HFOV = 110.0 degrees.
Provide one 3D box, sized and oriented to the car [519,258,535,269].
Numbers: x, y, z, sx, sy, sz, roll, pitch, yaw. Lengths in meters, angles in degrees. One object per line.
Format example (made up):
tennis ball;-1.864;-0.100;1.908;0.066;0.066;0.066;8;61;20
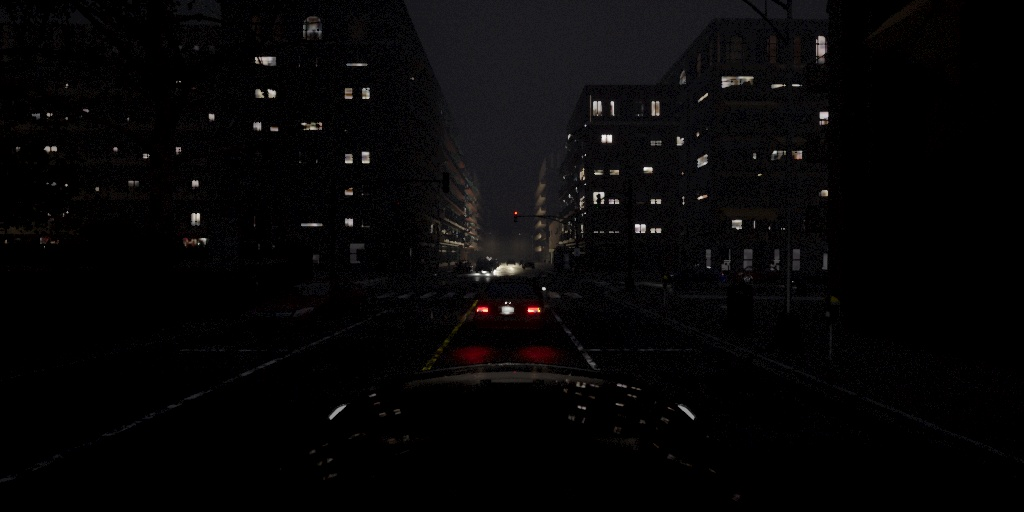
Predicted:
car;2.528;1.299;54.341;2.007;1.370;4.403;0;0;0

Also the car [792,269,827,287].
car;24.901;1.809;29.057;4.718;1.301;1.895;1;0;-1

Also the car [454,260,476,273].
car;-5.817;1.188;43.042;1.967;1.591;4.097;0;0;0

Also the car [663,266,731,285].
car;14.594;1.552;28.899;4.674;1.442;1.812;1;0;-1

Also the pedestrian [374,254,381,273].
pedestrian;-12.812;0.652;34.013;0.375;1.860;0.375;0;-1;-1

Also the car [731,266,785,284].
car;21.289;1.570;31.564;4.097;1.591;1.967;0;0;-1

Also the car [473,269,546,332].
car;0.050;1.297;10.846;2.033;1.411;5.357;0;0;3

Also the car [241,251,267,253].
car;-17.920;0.691;25.202;5.566;2.045;2.150;1;0;-1

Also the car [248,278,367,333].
car;-5.715;1.331;10.632;1.802;1.307;4.207;0;0;0

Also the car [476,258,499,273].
car;-3.197;1.296;43.320;2.033;1.411;5.357;0;0;4
